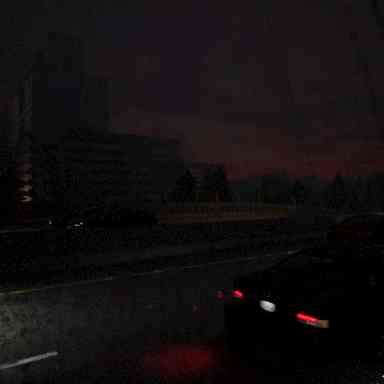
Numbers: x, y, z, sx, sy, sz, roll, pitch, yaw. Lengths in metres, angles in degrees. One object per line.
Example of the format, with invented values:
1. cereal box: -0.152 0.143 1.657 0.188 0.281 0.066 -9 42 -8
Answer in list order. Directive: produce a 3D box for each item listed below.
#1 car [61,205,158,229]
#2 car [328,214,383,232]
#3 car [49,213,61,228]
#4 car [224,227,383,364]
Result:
1. car: -4.243 1.582 18.162 4.892 1.490 1.837 1 0 -36
2. car: 7.523 1.628 13.412 5.008 1.535 1.882 1 0 -35
3. car: -6.324 1.568 20.977 4.902 1.511 2.128 1 0 -35
4. car: 3.058 1.611 5.929 5.357 1.411 2.033 1 0 -35
